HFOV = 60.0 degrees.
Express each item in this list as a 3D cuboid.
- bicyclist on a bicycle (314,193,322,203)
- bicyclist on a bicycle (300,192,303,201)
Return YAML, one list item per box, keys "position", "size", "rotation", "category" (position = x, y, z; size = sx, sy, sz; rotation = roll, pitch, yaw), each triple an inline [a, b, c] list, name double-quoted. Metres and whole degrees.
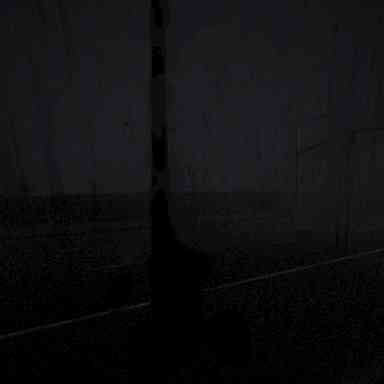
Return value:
- position: [20.422, 1.038, 53.861]
  size: [1.656, 1.620, 0.582]
  rotation: [-1, 0, -23]
  category: "bicyclist on a bicycle"
- position: [19.413, 0.868, 58.767]
  size: [0.582, 1.620, 1.656]
  rotation: [0, 1, 21]
  category: "bicyclist on a bicycle"
